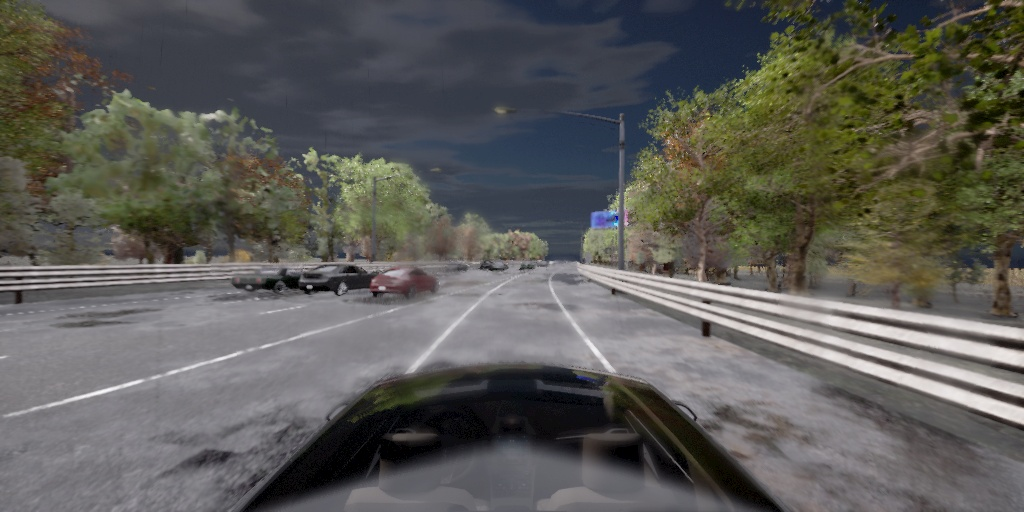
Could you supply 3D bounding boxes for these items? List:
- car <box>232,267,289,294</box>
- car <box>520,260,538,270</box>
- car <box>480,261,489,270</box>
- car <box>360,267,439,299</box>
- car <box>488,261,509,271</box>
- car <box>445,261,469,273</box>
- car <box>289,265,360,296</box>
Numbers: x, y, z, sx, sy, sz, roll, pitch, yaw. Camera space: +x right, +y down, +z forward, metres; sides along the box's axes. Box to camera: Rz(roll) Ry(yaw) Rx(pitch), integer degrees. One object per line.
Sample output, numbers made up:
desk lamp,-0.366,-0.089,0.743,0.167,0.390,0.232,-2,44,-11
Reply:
car,-12.097,1.245,19.259,1.895,1.301,4.718,1,0,11
car,2.718,1.492,60.777,2.097,1.767,4.553,1,0,11
car,-4.137,1.586,62.170,1.837,1.490,4.892,1,0,10
car,-5.224,1.257,17.838,1.812,1.442,4.674,1,0,10
car,-1.800,1.614,55.597,1.994,1.385,4.181,1,0,10
car,-7.056,1.411,46.439,2.128,1.511,4.902,1,0,11
car,-8.674,1.180,18.533,1.837,1.490,4.892,1,0,11
